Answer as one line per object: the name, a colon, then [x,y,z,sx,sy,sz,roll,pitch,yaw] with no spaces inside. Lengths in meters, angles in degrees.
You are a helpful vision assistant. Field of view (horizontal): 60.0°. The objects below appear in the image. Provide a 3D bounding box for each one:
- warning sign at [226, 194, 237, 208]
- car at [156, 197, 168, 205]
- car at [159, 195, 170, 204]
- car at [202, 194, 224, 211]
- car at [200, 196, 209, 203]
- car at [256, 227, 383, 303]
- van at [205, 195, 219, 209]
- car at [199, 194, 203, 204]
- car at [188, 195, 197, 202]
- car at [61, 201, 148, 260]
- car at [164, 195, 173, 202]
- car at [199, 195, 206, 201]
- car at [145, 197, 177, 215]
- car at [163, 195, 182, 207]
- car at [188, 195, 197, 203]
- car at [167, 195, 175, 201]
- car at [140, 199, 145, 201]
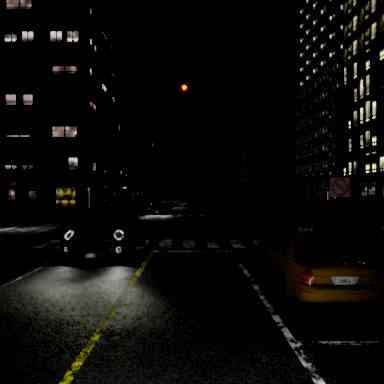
warning sign: [5.124,1.135,43.665,1.300,1.860,1.060,0,0,0]
car: [-5.619,1.591,62.526,1.887,1.381,4.507,0,0,0]
car: [-5.613,1.496,68.054,1.967,1.590,4.097,0,0,0]
car: [2.734,1.332,40.411,2.192,1.841,5.009,0,0,0]
car: [2.774,1.611,73.571,1.887,1.381,4.507,0,0,0]
car: [2.696,1.526,8.168,1.752,1.417,4.829,0,0,0]
van: [2.740,1.364,45.937,1.690,1.788,3.998,0,0,0]
car: [2.760,1.362,62.517,2.192,1.841,5.009,0,0,0]
car: [0.095,1.531,79.608,2.033,1.411,5.357,0,0,0]
car: [-3.087,1.359,12.359,2.097,1.767,4.553,0,0,0]
car: [-5.600,1.516,79.107,1.967,1.590,4.097,0,0,0]
car: [2.794,1.625,90.321,1.752,1.417,4.829,0,0,0]
car: [-3.201,1.560,35.002,2.033,1.411,5.357,0,0,4]
car: [-3.034,1.506,51.065,1.882,1.535,5.008,0,0,0]
car: [0.082,1.536,69.190,1.882,1.535,5.008,0,0,0]
car: [-5.586,1.624,89.991,1.752,1.417,4.829,0,0,0]
car: [-5.645,1.567,40.421,2.008,1.369,4.403,0,0,0]
